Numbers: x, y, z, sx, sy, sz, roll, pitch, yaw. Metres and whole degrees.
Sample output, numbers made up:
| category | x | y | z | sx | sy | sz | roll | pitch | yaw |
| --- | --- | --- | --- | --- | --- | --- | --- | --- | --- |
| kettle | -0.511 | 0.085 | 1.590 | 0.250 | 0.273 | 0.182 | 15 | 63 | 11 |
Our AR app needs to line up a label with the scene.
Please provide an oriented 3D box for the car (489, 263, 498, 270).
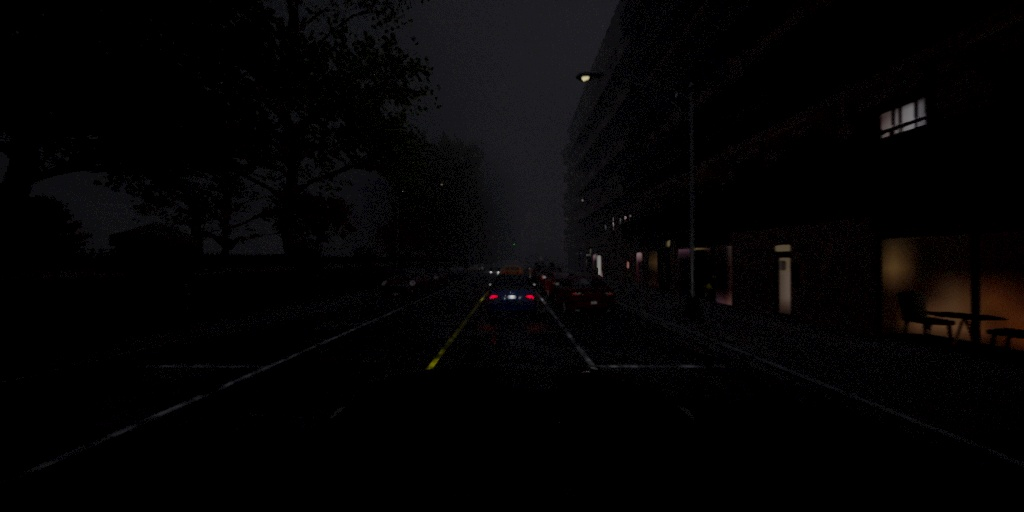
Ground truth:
| category | x | y | z | sx | sy | sz | roll | pitch | yaw |
| --- | --- | --- | --- | --- | --- | --- | --- | --- | --- |
| car | -3.036 | 1.980 | 64.234 | 2.033 | 1.411 | 5.357 | 0 | -1 | 1 |

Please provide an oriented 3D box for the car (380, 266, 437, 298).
| category | x | y | z | sx | sy | sz | roll | pitch | yaw |
| --- | --- | --- | --- | --- | --- | --- | --- | --- | --- |
| car | -5.690 | 1.378 | 19.615 | 1.967 | 1.591 | 4.097 | 0 | 0 | 0 |

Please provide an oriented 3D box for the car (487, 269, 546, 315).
| category | x | y | z | sx | sy | sz | roll | pitch | yaw |
| --- | --- | --- | --- | --- | --- | --- | --- | --- | --- |
| car | 0.008 | 1.430 | 14.351 | 2.033 | 1.411 | 5.357 | 0 | -1 | 0 |

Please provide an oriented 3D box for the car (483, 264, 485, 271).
| category | x | y | z | sx | sy | sz | roll | pitch | yaw |
| --- | --- | --- | --- | --- | --- | --- | --- | --- | --- |
| car | -5.692 | 1.923 | 59.023 | 2.007 | 1.370 | 4.403 | 0 | 0 | 0 |

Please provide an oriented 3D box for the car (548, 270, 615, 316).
| category | x | y | z | sx | sy | sz | roll | pitch | yaw |
| --- | --- | --- | --- | --- | --- | --- | --- | --- | --- |
| car | 2.691 | 1.423 | 13.985 | 1.888 | 1.381 | 4.507 | 0 | 0 | 0 |

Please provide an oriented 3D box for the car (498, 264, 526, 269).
| category | x | y | z | sx | sy | sz | roll | pitch | yaw |
| --- | --- | --- | --- | --- | --- | --- | --- | --- | --- |
| car | 0.025 | 1.539 | 31.072 | 1.882 | 1.535 | 5.008 | 0 | 0 | 1 |

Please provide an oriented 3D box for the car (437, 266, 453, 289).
| category | x | y | z | sx | sy | sz | roll | pitch | yaw |
| --- | --- | --- | --- | --- | --- | --- | --- | --- | --- |
| car | -5.691 | 1.439 | 25.243 | 1.967 | 1.591 | 4.097 | 0 | 0 | 0 |

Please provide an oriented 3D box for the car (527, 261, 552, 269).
| category | x | y | z | sx | sy | sz | roll | pitch | yaw |
| --- | --- | --- | --- | --- | --- | --- | --- | --- | --- |
| car | 2.689 | 1.375 | 30.874 | 2.192 | 1.841 | 5.009 | 0 | 0 | 0 |

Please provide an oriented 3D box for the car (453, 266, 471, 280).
| category | x | y | z | sx | sy | sz | roll | pitch | yaw |
| --- | --- | --- | --- | --- | --- | --- | --- | --- | --- |
| car | -5.691 | 1.671 | 36.504 | 2.007 | 1.370 | 4.403 | 0 | 0 | 0 |

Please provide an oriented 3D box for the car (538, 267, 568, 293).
| category | x | y | z | sx | sy | sz | roll | pitch | yaw |
| --- | --- | --- | --- | --- | --- | --- | --- | --- | --- |
| car | 2.690 | 1.483 | 19.616 | 1.888 | 1.381 | 4.507 | 0 | 0 | 0 |

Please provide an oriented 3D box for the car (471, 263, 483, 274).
| category | x | y | z | sx | sy | sz | roll | pitch | yaw |
| --- | --- | --- | --- | --- | --- | --- | --- | --- | --- |
| car | -5.692 | 1.833 | 53.223 | 1.751 | 1.417 | 4.829 | 0 | 0 | 0 |

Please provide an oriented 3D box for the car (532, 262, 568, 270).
| category | x | y | z | sx | sy | sz | roll | pitch | yaw |
| --- | --- | --- | --- | --- | --- | --- | --- | --- | --- |
| car | 2.690 | 1.439 | 25.244 | 1.967 | 1.591 | 4.097 | 0 | 0 | 0 |
